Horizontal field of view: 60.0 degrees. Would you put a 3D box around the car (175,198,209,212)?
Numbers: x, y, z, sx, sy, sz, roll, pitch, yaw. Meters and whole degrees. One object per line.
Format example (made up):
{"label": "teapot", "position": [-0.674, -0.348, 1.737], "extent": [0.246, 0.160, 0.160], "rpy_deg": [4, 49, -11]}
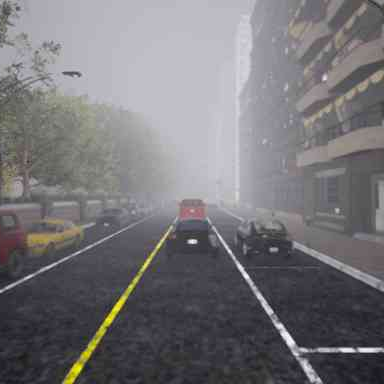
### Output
{"label": "car", "position": [0.032, 1.522, 27.594], "extent": [2.150, 2.045, 5.566], "rpy_deg": [0, 0, 0]}

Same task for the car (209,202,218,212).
{"label": "car", "position": [2.727, 2.056, 46.393], "extent": [2.008, 1.369, 4.403], "rpy_deg": [0, -1, 0]}

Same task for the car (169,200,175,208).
{"label": "car", "position": [-3.013, 2.178, 59.481], "extent": [1.812, 1.442, 4.674], "rpy_deg": [0, -1, 0]}

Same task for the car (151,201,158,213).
{"label": "car", "position": [-5.657, 1.967, 40.689], "extent": [1.752, 1.417, 4.829], "rpy_deg": [0, -1, 0]}

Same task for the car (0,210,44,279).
{"label": "car", "position": [-5.681, 1.398, 7.632], "extent": [2.192, 1.841, 5.009], "rpy_deg": [0, -1, 0]}

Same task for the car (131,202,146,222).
{"label": "car", "position": [-5.664, 1.762, 29.783], "extent": [1.967, 1.590, 4.097], "rpy_deg": [0, -1, 0]}

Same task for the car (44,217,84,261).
{"label": "car", "position": [-5.678, 1.665, 12.997], "extent": [1.752, 1.417, 4.829], "rpy_deg": [0, -1, 0]}

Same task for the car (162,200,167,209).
{"label": "car", "position": [-5.722, 2.181, 57.473], "extent": [2.008, 1.369, 4.403], "rpy_deg": [0, -1, 0]}

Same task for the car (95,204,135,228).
{"label": "car", "position": [-5.669, 1.827, 24.244], "extent": [1.947, 1.339, 4.313], "rpy_deg": [0, -1, 0]}

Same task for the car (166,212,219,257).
{"label": "car", "position": [0.032, 1.710, 13.527], "extent": [1.994, 1.385, 4.181], "rpy_deg": [0, -1, 0]}

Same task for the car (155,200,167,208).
{"label": "car", "position": [-5.769, 2.238, 63.012], "extent": [1.887, 1.381, 4.507], "rpy_deg": [0, -1, 0]}

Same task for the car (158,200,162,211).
{"label": "car", "position": [-5.652, 1.946, 46.399], "extent": [1.967, 1.590, 4.097], "rpy_deg": [0, -1, 0]}

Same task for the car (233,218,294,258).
{"label": "car", "position": [2.703, 1.692, 13.163], "extent": [2.008, 1.369, 4.403], "rpy_deg": [0, -1, 0]}

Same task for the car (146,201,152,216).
{"label": "car", "position": [-5.661, 1.965, 35.320], "extent": [1.802, 1.307, 4.206], "rpy_deg": [0, -1, 0]}
